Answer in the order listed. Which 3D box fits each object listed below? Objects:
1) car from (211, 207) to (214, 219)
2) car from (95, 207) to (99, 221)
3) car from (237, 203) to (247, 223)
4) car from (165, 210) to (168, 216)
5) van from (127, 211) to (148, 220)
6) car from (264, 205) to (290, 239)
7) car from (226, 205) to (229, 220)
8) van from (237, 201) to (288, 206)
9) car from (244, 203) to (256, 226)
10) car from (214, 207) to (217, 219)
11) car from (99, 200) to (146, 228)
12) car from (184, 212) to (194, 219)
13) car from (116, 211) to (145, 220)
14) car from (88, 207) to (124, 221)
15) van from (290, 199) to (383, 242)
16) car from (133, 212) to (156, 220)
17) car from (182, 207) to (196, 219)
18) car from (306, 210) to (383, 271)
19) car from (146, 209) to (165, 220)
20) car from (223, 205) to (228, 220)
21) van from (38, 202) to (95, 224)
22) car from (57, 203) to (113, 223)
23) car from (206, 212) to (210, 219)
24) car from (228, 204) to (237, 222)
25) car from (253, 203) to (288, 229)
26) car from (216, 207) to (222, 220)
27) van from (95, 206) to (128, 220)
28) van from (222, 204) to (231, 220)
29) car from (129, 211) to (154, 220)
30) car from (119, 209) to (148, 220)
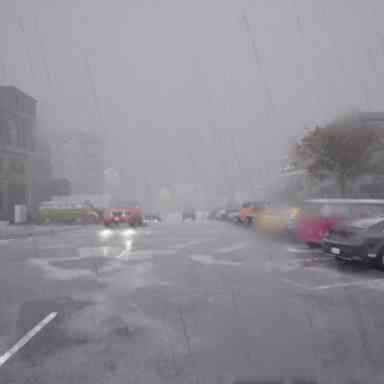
[{"bbox_3d":[6.029,3.483,51.352,4.892,1.521,2.231,2,-5,-21],"label":"car"},{"bbox_3d":[-11.590,2.164,32.996,4.553,1.767,2.185,0,-4,-20],"label":"car"},{"bbox_3d":[6.332,1.841,25.012,5.008,1.535,2.097,2,-3,-20],"label":"car"},{"bbox_3d":[-5.552,3.983,61.859,1.837,1.490,4.892,0,-5,-1],"label":"car"},{"bbox_3d":[-12.311,5.217,74.749,4.442,1.987,1.878,1,-5,-21],"label":"van"},{"bbox_3d":[6.384,1.557,16.240,4.892,1.521,2.231,1,-1,-20],"label":"car"},{"bbox_3d":[6.253,2.346,33.781,4.674,1.452,2.002,2,-4,-20],"label":"car"},{"bbox_3d":[6.414,1.756,27.991,4.442,1.987,1.878,2,-3,-20],"label":"van"},{"bbox_3d":[6.351,1.727,22.087,4.892,1.521,2.231,2,-2,-20],"label":"car"},{"bbox_3d":[6.047,3.144,48.429,4.553,1.767,2.185,2,-5,-21],"label":"car"},{"bbox_3d":[-5.202,1.622,25.767,2.150,2.045,5.566,0,-3,0],"label":"car"},{"bbox_3d":[-0.660,4.804,67.770,1.837,1.490,4.892,0,-5,-1],"label":"car"},{"bbox_3d":[-12.196,4.660,65.762,5.366,1.575,1.946,1,-5,-21],"label":"car"},{"bbox_3d":[-11.663,2.941,44.961,4.553,1.767,2.185,1,-4,-21],"label":"car"},{"bbox_3d":[6.501,1.277,13.362,4.442,1.987,1.878,1,-2,-20],"label":"van"},{"bbox_3d":[-12.443,6.278,86.743,5.566,2.045,2.435,1,-5,-21],"label":"car"},{"bbox_3d":[-0.475,3.691,57.378,2.150,2.045,5.566,0,-4,-1],"label":"car"},{"bbox_3d":[6.391,1.465,10.395,4.892,1.521,2.231,1,-1,-20],"label":"car"},{"bbox_3d":[-5.390,3.194,46.136,2.033,1.411,5.357,0,-4,0],"label":"car"},{"bbox_3d":[6.223,2.528,36.714,4.674,1.452,2.002,2,-4,-21],"label":"car"},{"bbox_3d":[-11.420,1.890,30.066,4.442,1.987,1.878,1,-3,-20],"label":"van"},{"bbox_3d":[-11.570,2.225,36.020,5.566,2.045,2.435,0,-4,-21],"label":"car"},{"bbox_3d":[5.974,3.673,57.238,5.566,2.045,2.435,3,-5,-21],"label":"car"},{"bbox_3d":[6.250,2.162,30.852,4.792,1.488,2.163,2,-4,-20],"label":"car"},{"bbox_3d":[6.534,1.632,19.234,5.366,1.575,1.946,1,-2,-20],"label":"car"},{"bbox_3d":[6.159,2.867,42.574,5.008,1.535,2.097,2,-4,-21],"label":"car"},{"bbox_3d":[-11.628,3.052,47.993,4.442,1.987,1.878,1,-5,-21],"label":"van"},{"bbox_3d":[6.297,2.454,39.703,4.442,1.987,1.878,2,-4,-21],"label":"van"},{"bbox_3d":[-12.355,5.734,80.749,5.566,2.045,2.435,1,-5,-21],"label":"car"},{"bbox_3d":[-12.106,4.668,68.818,5.566,2.045,2.435,1,-5,-21],"label":"car"}]
